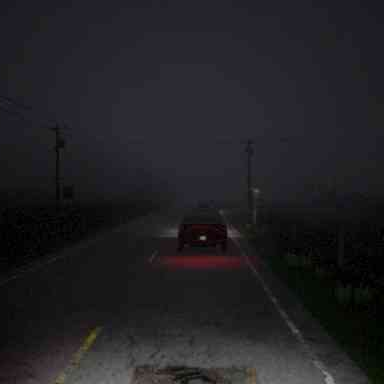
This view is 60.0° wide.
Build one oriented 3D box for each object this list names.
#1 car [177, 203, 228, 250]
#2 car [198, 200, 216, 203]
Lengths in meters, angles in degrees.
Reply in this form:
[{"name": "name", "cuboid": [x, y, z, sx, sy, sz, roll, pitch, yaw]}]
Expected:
[{"name": "car", "cuboid": [0.453, 1.460, 14.194, 1.882, 1.535, 5.008, 0, 0, 2]}, {"name": "car", "cuboid": [1.446, 1.455, 30.237, 2.128, 1.511, 4.902, 0, 0, 10]}]
